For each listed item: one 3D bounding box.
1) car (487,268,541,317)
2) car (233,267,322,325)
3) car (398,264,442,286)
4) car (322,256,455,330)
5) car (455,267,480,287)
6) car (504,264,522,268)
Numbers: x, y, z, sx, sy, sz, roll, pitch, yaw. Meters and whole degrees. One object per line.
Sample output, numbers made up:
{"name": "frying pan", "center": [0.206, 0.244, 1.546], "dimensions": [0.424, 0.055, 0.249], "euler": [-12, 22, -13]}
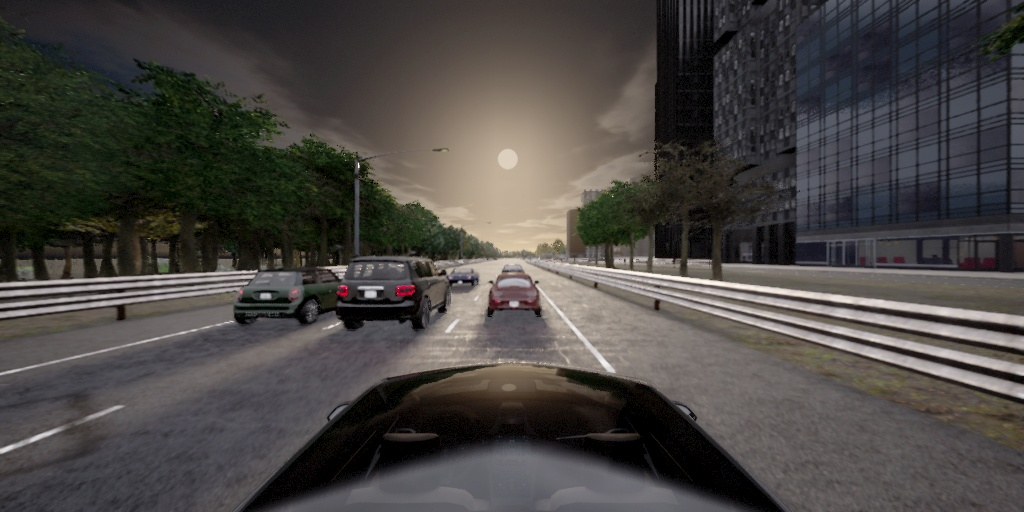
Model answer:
{"name": "car", "center": [0.074, 1.341, 13.493], "dimensions": [1.812, 1.442, 4.674], "euler": [0, 0, 0]}
{"name": "car", "center": [-6.929, 1.159, 12.231], "dimensions": [2.097, 1.767, 4.553], "euler": [0, 0, 0]}
{"name": "car", "center": [-6.926, 1.379, 27.537], "dimensions": [2.128, 1.511, 4.902], "euler": [0, 0, 0]}
{"name": "car", "center": [-3.435, 1.028, 11.438], "dimensions": [2.150, 2.045, 5.566], "euler": [0, 0, 0]}
{"name": "car", "center": [-3.434, 1.481, 26.112], "dimensions": [1.895, 1.301, 4.718], "euler": [0, 0, 0]}
{"name": "car", "center": [0.082, 1.372, 29.034], "dimensions": [1.882, 1.535, 5.008], "euler": [0, 0, 0]}
